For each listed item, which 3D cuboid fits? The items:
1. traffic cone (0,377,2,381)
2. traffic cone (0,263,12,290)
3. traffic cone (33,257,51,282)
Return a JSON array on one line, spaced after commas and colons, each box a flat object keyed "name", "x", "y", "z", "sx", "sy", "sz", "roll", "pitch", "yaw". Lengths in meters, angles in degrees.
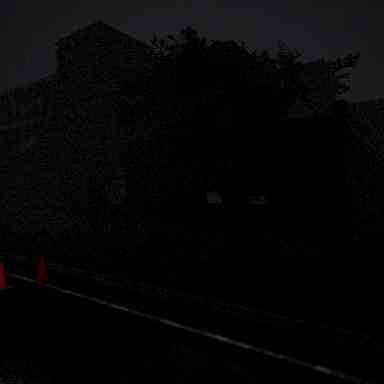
[{"name": "traffic cone", "x": -2.525, "y": 1.981, "z": 3.986, "sx": 0.340, "sy": 0.580, "sz": 0.340, "roll": 0, "pitch": -1, "yaw": 37}, {"name": "traffic cone", "x": -4.546, "y": 2.005, "z": 7.975, "sx": 0.340, "sy": 0.580, "sz": 0.340, "roll": 0, "pitch": -1, "yaw": 37}, {"name": "traffic cone", "x": -3.950, "y": 2.016, "z": 8.779, "sx": 0.340, "sy": 0.580, "sz": 0.340, "roll": 0, "pitch": -1, "yaw": 37}]
